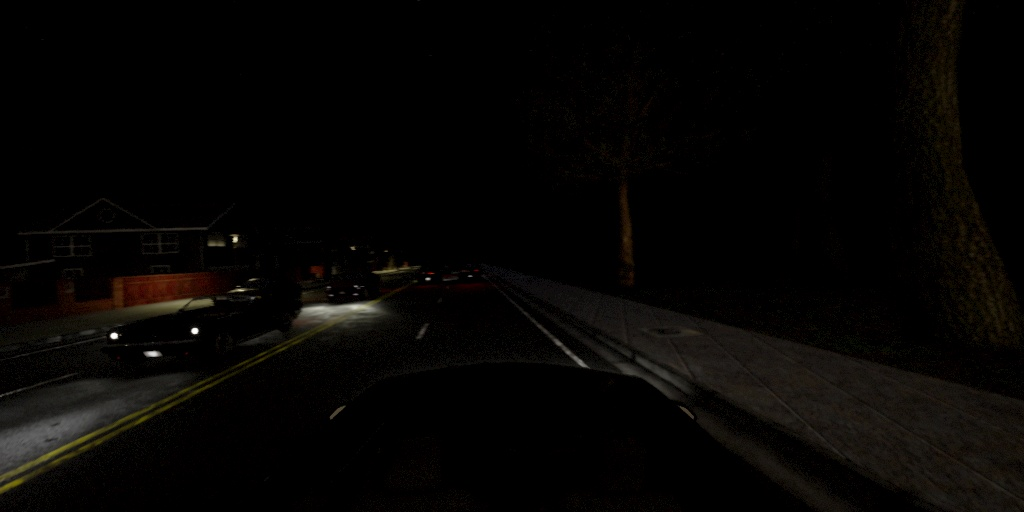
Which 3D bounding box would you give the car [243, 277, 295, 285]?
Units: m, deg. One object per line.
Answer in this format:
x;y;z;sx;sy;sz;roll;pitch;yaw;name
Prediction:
-11.616;1.740;16.896;1.812;1.442;4.674;-2;0;-8;car

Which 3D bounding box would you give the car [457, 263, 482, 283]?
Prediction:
-3.616;1.397;30.714;2.128;1.511;4.902;-2;0;-7;car

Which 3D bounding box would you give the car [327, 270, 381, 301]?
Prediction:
-8.919;1.583;20.585;1.882;1.535;5.008;-2;0;-8;car

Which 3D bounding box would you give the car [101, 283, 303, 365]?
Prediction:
-7.418;1.642;9.293;1.895;1.301;4.718;-2;0;-8;car

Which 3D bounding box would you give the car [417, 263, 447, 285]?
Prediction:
-6.822;1.533;30.178;1.837;1.490;4.892;-2;0;-7;car

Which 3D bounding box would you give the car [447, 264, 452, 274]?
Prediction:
-8.909;1.636;46.264;1.812;1.442;4.674;-2;0;-7;car
